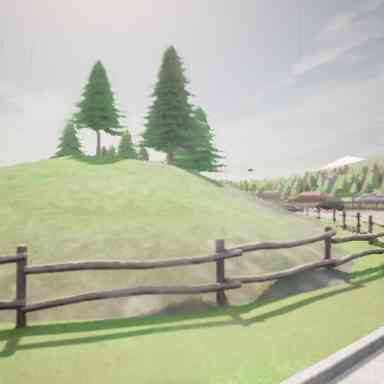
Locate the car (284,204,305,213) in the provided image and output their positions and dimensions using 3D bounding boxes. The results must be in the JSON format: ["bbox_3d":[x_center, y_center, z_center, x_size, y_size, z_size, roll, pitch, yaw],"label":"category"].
[{"bbox_3d":[17.740,2.837,57.798,1.994,1.385,4.181,0,-2,-17],"label":"car"}]

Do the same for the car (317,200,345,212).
[{"bbox_3d":[24.582,2.474,59.028,2.150,2.045,5.566,0,-1,-17],"label":"car"}]
